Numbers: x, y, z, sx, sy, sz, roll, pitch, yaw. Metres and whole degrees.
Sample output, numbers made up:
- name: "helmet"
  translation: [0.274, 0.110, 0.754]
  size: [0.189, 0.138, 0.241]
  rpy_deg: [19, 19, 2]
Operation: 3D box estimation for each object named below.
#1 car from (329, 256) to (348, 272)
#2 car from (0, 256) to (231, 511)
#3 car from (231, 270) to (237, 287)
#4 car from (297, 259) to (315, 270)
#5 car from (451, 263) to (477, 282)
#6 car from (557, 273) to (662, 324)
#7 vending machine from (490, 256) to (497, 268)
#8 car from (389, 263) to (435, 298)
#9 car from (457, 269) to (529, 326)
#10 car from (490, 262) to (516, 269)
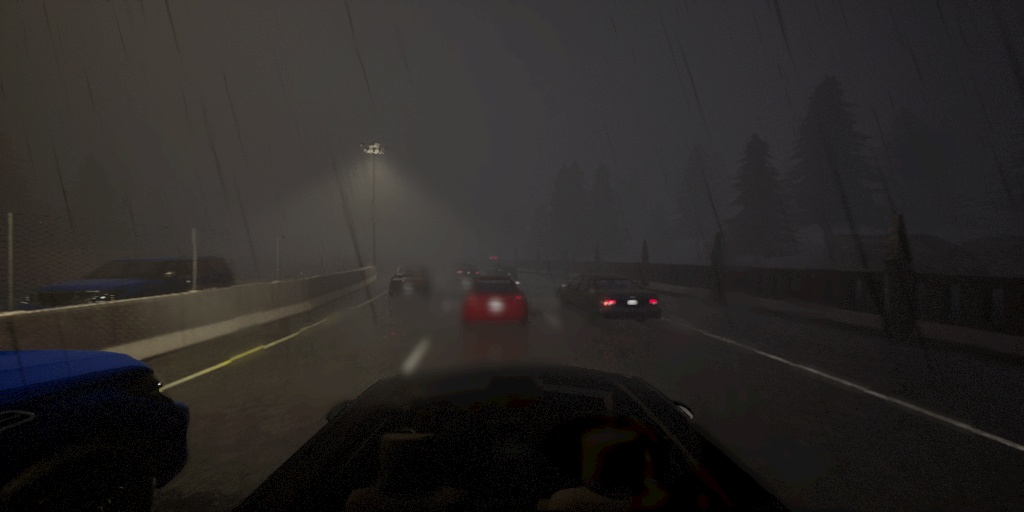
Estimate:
- name: "car"
  translation: [-24.338, 1.059, 50.154]
  size: [2.150, 2.045, 5.566]
  rpy_deg: [0, 0, -30]
- name: "car"
  translation: [-3.496, 0.986, 0.245]
  size: [2.150, 2.045, 5.566]
  rpy_deg: [0, 0, 1]
- name: "car"
  translation: [-11.243, 1.016, 11.219]
  size: [2.150, 2.045, 5.566]
  rpy_deg: [0, 0, -6]
- name: "car"
  translation: [-31.519, 1.219, 54.872]
  size: [2.097, 1.767, 4.553]
  rpy_deg: [0, 0, -34]
- name: "car"
  translation: [-3.850, 1.308, 29.229]
  size: [2.033, 1.411, 5.357]
  rpy_deg: [0, 0, -16]
- name: "car"
  translation: [2.940, 1.284, 12.028]
  size: [2.033, 1.411, 5.357]
  rpy_deg: [0, 0, -6]
- name: "vending machine"
  translation: [-2.901, 0.946, 57.096]
  size: [1.100, 2.100, 0.880]
  rpy_deg: [0, 0, -29]
- name: "car"
  translation: [-5.085, 1.259, 18.531]
  size: [2.128, 1.511, 4.902]
  rpy_deg: [0, 0, -10]
- name: "car"
  translation: [-0.623, 1.315, 11.807]
  size: [1.994, 1.385, 4.181]
  rpy_deg: [0, 0, -6]
- name: "car"
  translation: [-0.831, 1.273, 31.192]
  size: [1.812, 1.442, 4.674]
  rpy_deg: [0, 0, -16]
